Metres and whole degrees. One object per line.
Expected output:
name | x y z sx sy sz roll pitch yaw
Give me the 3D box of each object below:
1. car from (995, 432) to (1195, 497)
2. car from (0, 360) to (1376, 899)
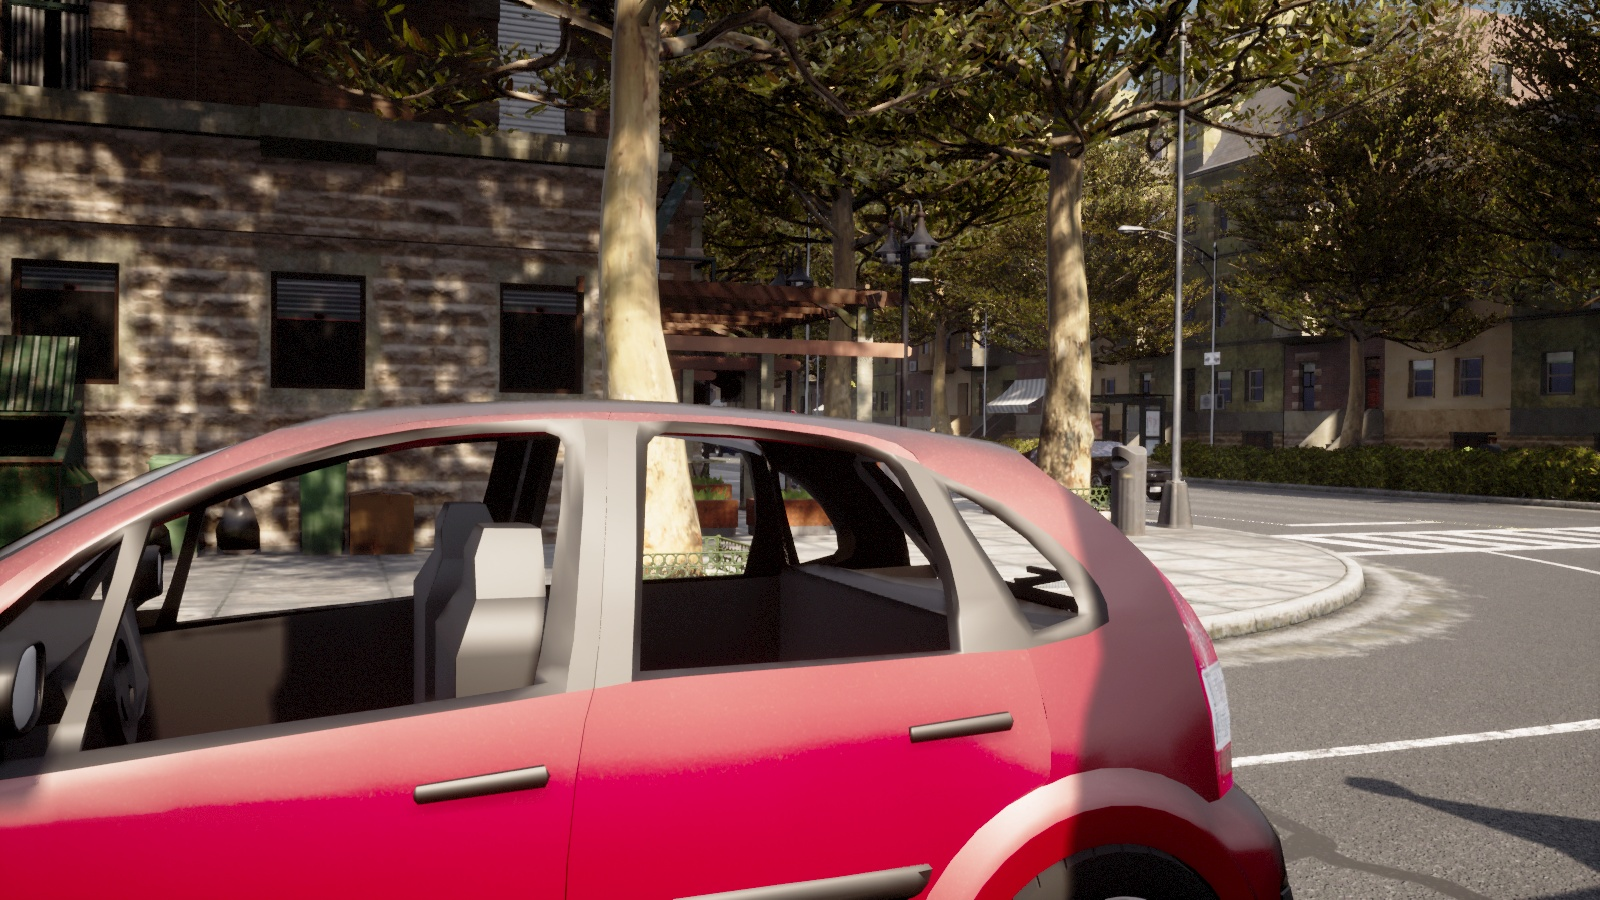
car | 6.935 0.279 30.226 2.033 1.411 5.357 -1 1 -21
car | -0.947 0.660 2.878 3.988 1.617 1.851 -1 1 -21
